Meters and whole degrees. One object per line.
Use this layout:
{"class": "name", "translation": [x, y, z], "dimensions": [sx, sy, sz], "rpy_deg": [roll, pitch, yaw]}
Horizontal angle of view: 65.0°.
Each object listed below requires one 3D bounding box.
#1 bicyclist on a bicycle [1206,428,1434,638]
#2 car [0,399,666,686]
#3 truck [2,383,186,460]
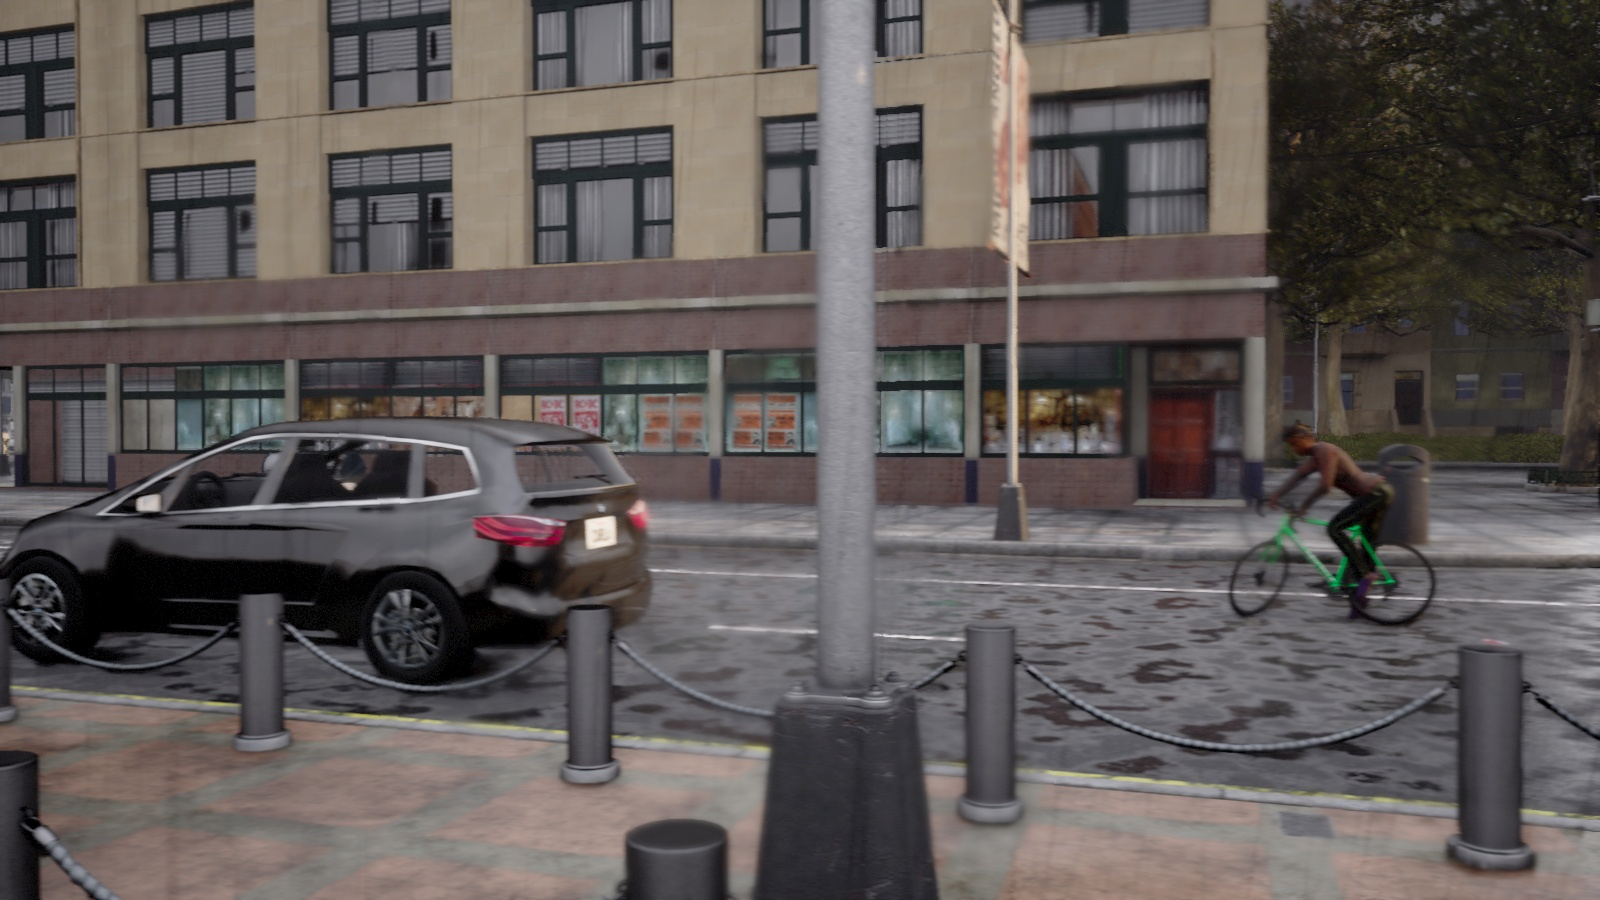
{"class": "bicyclist on a bicycle", "translation": [4.182, 0.633, 10.214], "dimensions": [1.656, 1.620, 0.582], "rpy_deg": [0, 1, 18]}
{"class": "car", "translation": [-3.547, 0.500, 9.068], "dimensions": [4.611, 1.667, 2.242], "rpy_deg": [1, 1, 18]}
{"class": "truck", "translation": [-34.012, -1.352, 60.943], "dimensions": [2.891, 3.462, 7.936], "rpy_deg": [1, 1, 18]}
